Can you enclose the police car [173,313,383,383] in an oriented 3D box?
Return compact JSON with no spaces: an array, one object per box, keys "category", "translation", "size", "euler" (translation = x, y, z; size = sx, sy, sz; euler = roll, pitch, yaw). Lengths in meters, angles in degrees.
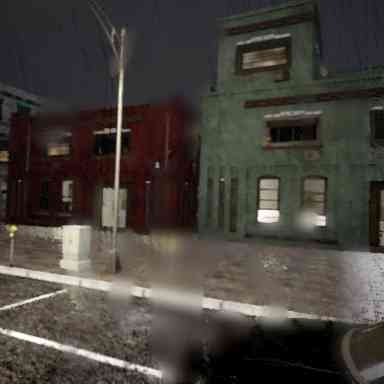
[{"category":"police car","translation":[2.369,1.598,2.477],"size":[5.238,1.638,1.930],"euler":[1,-2,25]}]
